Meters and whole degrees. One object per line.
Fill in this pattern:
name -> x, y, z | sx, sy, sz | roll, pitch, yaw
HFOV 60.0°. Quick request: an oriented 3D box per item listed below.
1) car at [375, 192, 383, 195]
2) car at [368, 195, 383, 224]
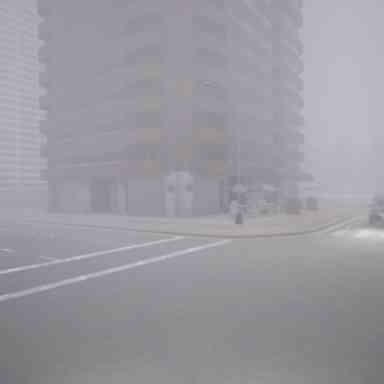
car -> 23.862, 0.797, 40.839 | 2.097, 1.767, 4.553 | -1, 0, 11
car -> 12.484, 1.189, 21.057 | 2.128, 1.511, 4.902 | -1, 0, 36
